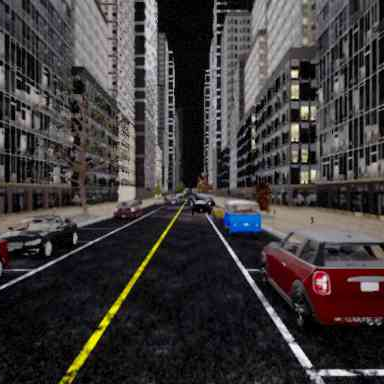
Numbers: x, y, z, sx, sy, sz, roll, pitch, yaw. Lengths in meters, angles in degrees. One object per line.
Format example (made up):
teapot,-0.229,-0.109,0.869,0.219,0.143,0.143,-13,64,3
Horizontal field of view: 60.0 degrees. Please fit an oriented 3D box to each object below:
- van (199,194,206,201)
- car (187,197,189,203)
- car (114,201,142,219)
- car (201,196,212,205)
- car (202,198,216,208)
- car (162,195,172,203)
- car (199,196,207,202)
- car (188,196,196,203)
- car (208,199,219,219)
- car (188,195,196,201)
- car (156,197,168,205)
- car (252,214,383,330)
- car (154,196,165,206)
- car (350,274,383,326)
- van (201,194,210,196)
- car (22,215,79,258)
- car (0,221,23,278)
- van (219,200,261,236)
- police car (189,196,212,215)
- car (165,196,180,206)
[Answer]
van,2.681,1.523,86.652,1.690,1.788,3.998,0,0,0
car,0.691,1.618,50.372,1.837,1.490,4.892,0,0,4
car,-5.697,1.508,29.746,1.967,1.590,4.097,0,0,0
car,2.682,1.579,63.884,1.967,1.590,4.097,0,0,0
car,2.683,1.682,52.498,1.947,1.339,4.313,0,0,0
car,-5.699,1.601,75.282,1.967,1.590,4.097,0,0,0
car,2.682,1.754,80.959,1.802,1.307,4.206,0,0,0
car,-0.005,1.516,70.450,1.812,1.442,4.674,0,0,0
car,2.684,1.594,29.901,1.752,1.417,4.829,0,0,0
car,-0.005,1.559,85.450,2.033,1.411,5.357,0,0,0
car,-5.698,1.721,63.897,1.802,1.307,4.206,0,0,0
car,2.685,1.456,6.962,1.967,1.590,4.097,0,0,0
car,-5.698,1.653,58.035,1.752,1.417,4.829,0,0,0
car,2.686,1.554,1.270,2.008,1.369,4.403,0,0,0
van,2.682,1.469,58.191,1.690,1.788,3.998,0,0,0
car,-5.695,1.580,12.670,2.008,1.369,4.403,0,0,0
car,-5.695,1.561,6.978,1.887,1.381,4.507,0,0,0
van,2.684,1.383,18.346,1.690,1.788,3.998,0,0,0
police car,0.898,1.503,34.420,1.930,1.638,5.238,0,0,0
car,-3.060,1.619,57.830,2.128,1.511,4.902,0,0,0
